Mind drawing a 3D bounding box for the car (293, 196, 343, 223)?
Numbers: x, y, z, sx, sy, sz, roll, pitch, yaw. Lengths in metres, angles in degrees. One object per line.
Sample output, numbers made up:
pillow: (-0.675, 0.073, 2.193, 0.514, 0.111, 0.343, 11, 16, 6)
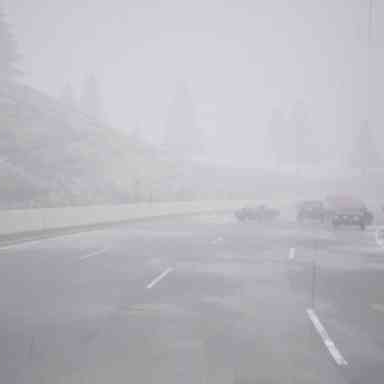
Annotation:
car: (10.243, 1.422, 26.793, 2.097, 1.767, 4.553, 0, 0, 39)

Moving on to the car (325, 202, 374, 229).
car: (10.809, 1.606, 22.207, 2.033, 1.411, 5.357, 0, 0, 36)

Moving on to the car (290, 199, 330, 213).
car: (14.221, 1.595, 40.016, 4.902, 1.511, 2.128, 0, 0, -35)

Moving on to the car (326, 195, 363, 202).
car: (17.189, 1.323, 37.624, 5.566, 2.045, 2.150, 0, 0, -32)

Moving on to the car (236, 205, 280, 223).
car: (5.322, 1.668, 26.322, 1.895, 1.301, 4.718, 0, 0, 35)

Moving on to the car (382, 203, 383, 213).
car: (23.383, 1.453, 37.033, 4.553, 1.767, 2.097, 0, 0, -28)
